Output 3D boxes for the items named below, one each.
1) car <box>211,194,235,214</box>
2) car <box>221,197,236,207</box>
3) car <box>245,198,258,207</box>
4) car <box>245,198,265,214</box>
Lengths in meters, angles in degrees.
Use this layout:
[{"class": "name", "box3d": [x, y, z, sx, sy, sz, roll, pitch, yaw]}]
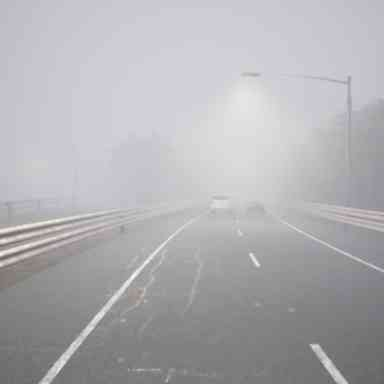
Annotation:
[{"class": "car", "box3d": [3.337, 1.246, 36.332, 2.150, 2.045, 5.566, 0, 0, 9]}, {"class": "car", "box3d": [5.834, 1.547, 52.908, 2.128, 1.511, 4.902, 0, 0, 9]}, {"class": "car", "box3d": [9.284, 1.668, 52.325, 1.895, 1.301, 4.718, 0, 0, 9]}, {"class": "car", "box3d": [6.702, 1.529, 35.251, 2.128, 1.511, 4.902, 0, 0, 9]}]
